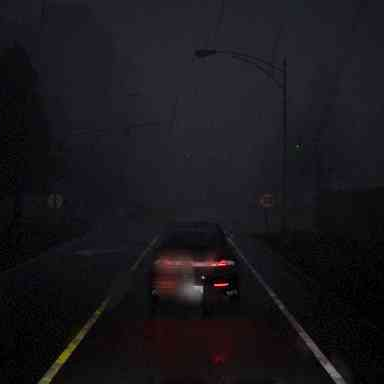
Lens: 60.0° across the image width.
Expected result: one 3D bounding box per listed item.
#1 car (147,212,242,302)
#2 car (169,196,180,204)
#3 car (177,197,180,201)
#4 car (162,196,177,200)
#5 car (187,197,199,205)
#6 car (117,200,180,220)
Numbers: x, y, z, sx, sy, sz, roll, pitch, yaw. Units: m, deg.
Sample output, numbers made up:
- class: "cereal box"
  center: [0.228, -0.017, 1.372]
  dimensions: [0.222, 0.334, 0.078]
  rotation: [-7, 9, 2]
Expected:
- class: "car"
  center: [0.065, 1.492, 8.242]
  dimensions: [2.128, 1.511, 4.902]
  rotation: [0, 0, 1]
- class: "car"
  center: [-3.445, 1.564, 66.101]
  dimensions: [1.994, 1.385, 4.181]
  rotation: [0, 0, 1]
- class: "car"
  center: [-3.513, 1.478, 56.130]
  dimensions: [1.882, 1.535, 5.008]
  rotation: [0, 0, 0]
- class: "car"
  center: [-3.524, 1.526, 46.841]
  dimensions: [1.812, 1.442, 4.674]
  rotation: [0, 0, 0]
- class: "car"
  center: [0.168, 1.564, 56.908]
  dimensions: [1.994, 1.385, 4.181]
  rotation: [0, 0, 0]
- class: "car"
  center: [-3.718, 1.599, 28.000]
  dimensions: [4.718, 1.301, 1.895]
  rotation: [0, 0, -33]
